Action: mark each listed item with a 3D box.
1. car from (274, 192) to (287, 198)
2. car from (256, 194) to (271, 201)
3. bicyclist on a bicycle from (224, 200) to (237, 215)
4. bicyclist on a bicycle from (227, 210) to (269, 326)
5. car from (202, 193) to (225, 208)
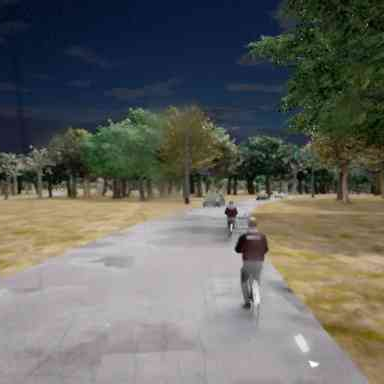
[{"bbox_3d":[20.267,0.754,75.780,1.895,1.301,4.718,1,1,31],"label":"car"},{"bbox_3d":[13.243,0.927,61.296,1.895,1.301,4.718,0,1,23],"label":"car"},{"bbox_3d":[1.756,1.250,14.897,0.659,1.776,1.843,0,1,6],"label":"bicyclist on a bicycle"},{"bbox_3d":[1.074,1.326,6.071,0.659,1.776,1.843,0,1,3],"label":"bicyclist on a bicycle"},{"bbox_3d":[2.711,0.928,40.842,2.097,1.767,4.553,0,1,16],"label":"car"}]
